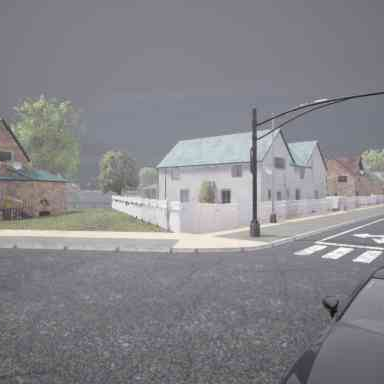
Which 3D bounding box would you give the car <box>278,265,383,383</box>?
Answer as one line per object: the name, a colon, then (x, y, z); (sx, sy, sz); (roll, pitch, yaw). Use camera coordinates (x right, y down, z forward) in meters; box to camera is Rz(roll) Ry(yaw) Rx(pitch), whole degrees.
car: (2.520, 1.524, 3.395); (1.812, 1.442, 4.674); (0, 0, 42)
